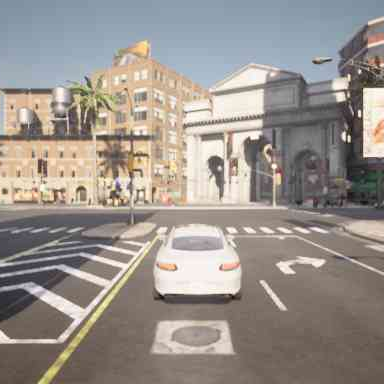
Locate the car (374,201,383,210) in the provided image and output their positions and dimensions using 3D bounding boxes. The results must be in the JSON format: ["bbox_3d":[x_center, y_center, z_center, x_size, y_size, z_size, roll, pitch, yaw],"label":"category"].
[{"bbox_3d":[24.703,1.491,40.324,4.902,1.511,2.128,0,0,1],"label":"car"}]

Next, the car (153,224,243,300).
[{"bbox_3d":[0.108,1.525,8.276,1.812,1.442,4.674,0,0,0],"label":"car"}]
